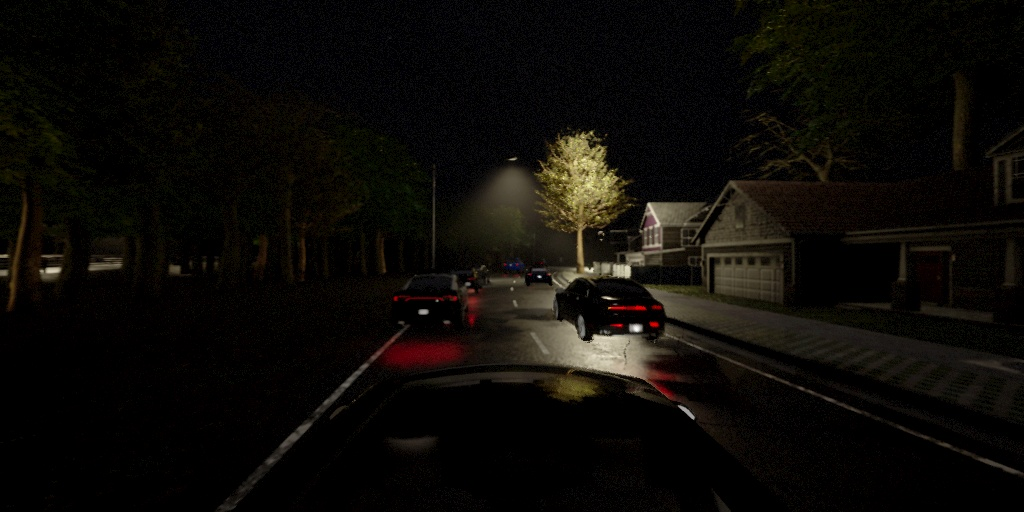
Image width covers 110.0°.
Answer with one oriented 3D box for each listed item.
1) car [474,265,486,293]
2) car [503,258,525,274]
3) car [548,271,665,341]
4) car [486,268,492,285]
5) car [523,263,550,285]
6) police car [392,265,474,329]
[{"bbox_3d":[-2.794,1.394,21.527,1.812,1.442,4.674,0,0,0],"label":"car"},{"bbox_3d":[0.348,1.275,47.476,2.150,2.045,5.566,0,0,11],"label":"car"},{"bbox_3d":[2.459,1.321,10.113,1.837,1.490,4.892,0,-1,-5],"label":"car"},{"bbox_3d":[-2.713,1.414,27.499,1.837,1.490,4.892,0,0,2],"label":"car"},{"bbox_3d":[2.063,1.496,28.023,1.994,1.385,4.181,0,0,2],"label":"car"},{"bbox_3d":[-2.425,1.230,11.691,1.930,1.638,5.238,0,0,-4],"label":"police car"}]
